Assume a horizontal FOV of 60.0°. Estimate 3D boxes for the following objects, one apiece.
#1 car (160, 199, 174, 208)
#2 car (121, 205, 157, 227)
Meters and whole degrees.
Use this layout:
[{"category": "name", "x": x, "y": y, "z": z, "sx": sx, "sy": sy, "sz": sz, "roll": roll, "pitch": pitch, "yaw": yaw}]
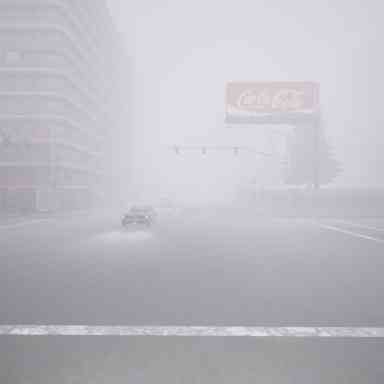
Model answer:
[{"category": "car", "x": -3.545, "y": 1.592, "z": 47.580, "sx": 1.895, "sy": 1.301, "sz": 4.718, "roll": 0, "pitch": 0, "yaw": 0}, {"category": "car", "x": -3.522, "y": 1.600, "z": 22.734, "sx": 1.895, "sy": 1.301, "sz": 4.718, "roll": 0, "pitch": 0, "yaw": 0}]
